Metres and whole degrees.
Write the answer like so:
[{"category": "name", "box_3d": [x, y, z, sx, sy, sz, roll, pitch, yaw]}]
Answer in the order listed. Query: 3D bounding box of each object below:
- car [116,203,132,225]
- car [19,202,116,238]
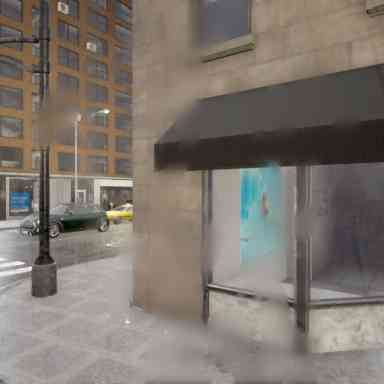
[{"category": "car", "box_3d": [-4.907, 1.548, 24.696, 1.752, 1.417, 4.829, 0, 0, 36]}, {"category": "car", "box_3d": [-6.709, 1.366, 17.871, 2.097, 1.767, 4.553, 0, 0, 36]}]
